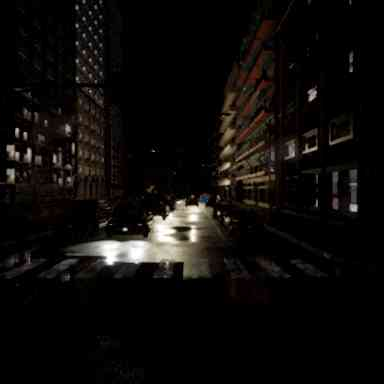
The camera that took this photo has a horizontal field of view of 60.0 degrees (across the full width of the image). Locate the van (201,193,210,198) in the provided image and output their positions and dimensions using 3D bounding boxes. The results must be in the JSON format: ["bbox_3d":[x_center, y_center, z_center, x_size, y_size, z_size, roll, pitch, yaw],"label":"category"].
[{"bbox_3d":[2.699,1.246,62.219,1.690,1.788,3.998,0,0,0],"label":"van"}]

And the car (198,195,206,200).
[{"bbox_3d":[2.706,1.450,89.857,1.947,1.339,4.313,0,0,0],"label":"car"}]

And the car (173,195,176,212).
[{"bbox_3d":[-3.061,1.153,38.369,2.150,2.045,5.566,0,0,1],"label":"car"}]

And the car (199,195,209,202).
[{"bbox_3d":[2.703,1.446,73.274,2.008,1.369,4.403,0,0,0],"label":"car"}]

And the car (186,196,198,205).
[{"bbox_3d":[0.013,1.401,58.305,2.128,1.511,4.902,0,0,0],"label":"car"}]

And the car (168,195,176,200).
[{"bbox_3d":[-5.673,1.434,95.388,2.008,1.369,4.403,0,0,0],"label":"car"}]

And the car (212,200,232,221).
[{"bbox_3d":[2.691,1.500,23.526,1.887,1.381,4.507,0,0,0],"label":"car"}]

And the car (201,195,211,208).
[{"bbox_3d":[2.695,1.489,45.636,1.947,1.339,4.313,0,0,0],"label":"car"}]

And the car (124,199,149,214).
[{"bbox_3d":[-5.687,1.504,34.584,1.947,1.339,4.313,0,0,0],"label":"car"}]

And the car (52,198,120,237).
[{"bbox_3d":[-5.692,1.281,18.001,2.192,1.841,5.009,0,0,0],"label":"car"}]

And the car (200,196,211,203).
[{"bbox_3d":[2.701,1.444,67.747,1.887,1.381,4.507,0,0,0],"label":"car"}]

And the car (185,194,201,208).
[{"bbox_3d":[0.011,1.398,47.883,1.882,1.535,5.008,0,0,0],"label":"car"}]

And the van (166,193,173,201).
[{"bbox_3d":[-5.677,1.229,84.332,1.690,1.788,3.998,0,0,0],"label":"van"}]

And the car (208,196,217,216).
[{"bbox_3d":[2.691,1.386,29.053,1.967,1.590,4.097,0,0,0],"label":"car"}]

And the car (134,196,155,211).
[{"bbox_3d":[-5.686,1.370,40.112,1.967,1.590,4.097,0,0,0],"label":"car"}]

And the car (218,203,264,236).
[{"bbox_3d":[2.689,1.510,17.998,1.887,1.381,4.507,0,0,0],"label":"car"}]

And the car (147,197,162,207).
[{"bbox_3d":[-5.684,1.443,50.996,1.752,1.417,4.829,0,0,0],"label":"car"}]

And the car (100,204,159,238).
[{"bbox_3d":[-3.081,1.531,17.339,1.994,1.385,4.181,0,0,1],"label":"car"}]

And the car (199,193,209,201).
[{"bbox_3d":[2.701,1.206,78.802,2.192,1.841,5.009,0,0,0],"label":"car"}]

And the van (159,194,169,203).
[{"bbox_3d":[-5.680,1.241,67.750,1.690,1.788,3.998,0,0,0],"label":"van"}]

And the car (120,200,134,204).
[{"bbox_3d":[-5.688,1.491,29.056,1.887,1.381,4.507,0,0,0],"label":"car"}]

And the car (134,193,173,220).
[{"bbox_3d":[-3.075,1.170,27.621,2.150,2.045,5.566,0,0,0],"label":"car"}]
